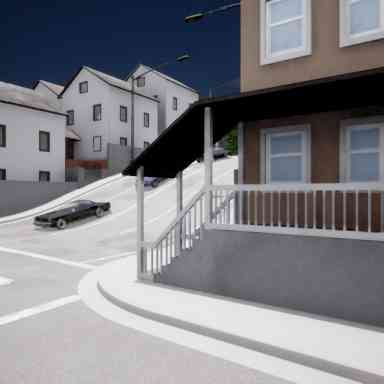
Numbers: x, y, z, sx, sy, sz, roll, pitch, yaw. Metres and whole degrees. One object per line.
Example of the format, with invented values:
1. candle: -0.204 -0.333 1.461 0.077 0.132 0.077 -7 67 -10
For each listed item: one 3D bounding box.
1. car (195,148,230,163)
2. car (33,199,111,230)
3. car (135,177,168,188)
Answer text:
1. car: 2.196 -3.907 35.331 1.895 1.301 4.718 0 12 35
2. car: -7.528 1.289 21.125 1.895 1.301 4.718 0 11 34
3. car: -2.898 -1.523 27.921 1.812 1.442 4.674 -1 19 33
